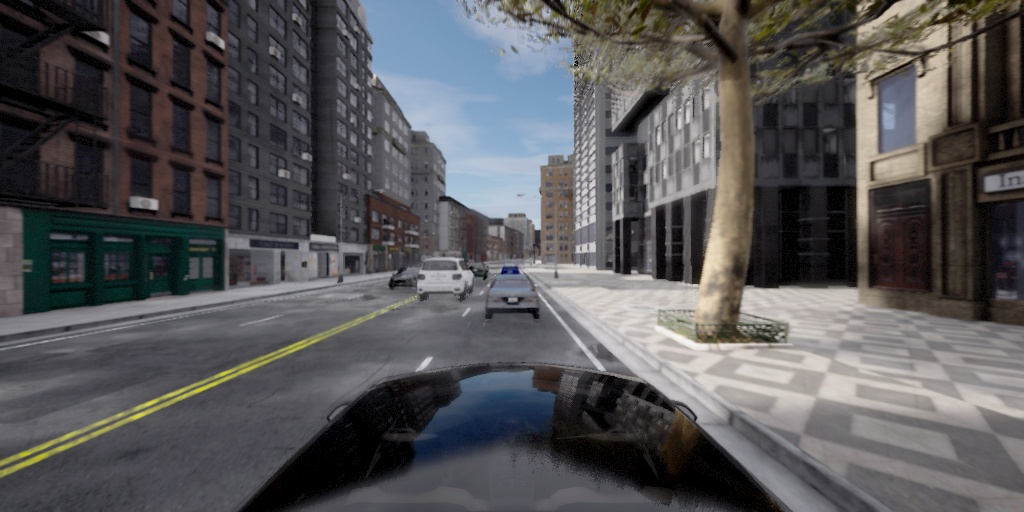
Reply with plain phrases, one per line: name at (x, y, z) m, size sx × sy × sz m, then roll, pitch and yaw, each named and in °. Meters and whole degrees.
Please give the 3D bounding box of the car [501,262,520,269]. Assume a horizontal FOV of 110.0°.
car at (-0.160, 1.467, 39.761) m, size 1.882 × 1.535 × 5.008 m, roll 0°, pitch 0°, yaw 0°

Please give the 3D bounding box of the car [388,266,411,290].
car at (-6.746, 1.434, 24.067) m, size 1.837 × 1.490 × 4.892 m, roll 0°, pitch 0°, yaw 0°

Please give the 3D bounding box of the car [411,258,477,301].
car at (-3.261, 1.107, 18.476) m, size 2.150 × 2.045 × 5.566 m, roll 0°, pitch 0°, yaw 0°

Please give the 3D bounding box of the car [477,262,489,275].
car at (-3.380, 1.328, 35.072) m, size 2.097 × 1.767 × 4.553 m, roll 0°, pitch 0°, yaw 0°

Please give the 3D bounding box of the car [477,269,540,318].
car at (0.016, 1.386, 13.365) m, size 2.033 × 1.411 × 5.357 m, roll 0°, pitch 0°, yaw 0°
